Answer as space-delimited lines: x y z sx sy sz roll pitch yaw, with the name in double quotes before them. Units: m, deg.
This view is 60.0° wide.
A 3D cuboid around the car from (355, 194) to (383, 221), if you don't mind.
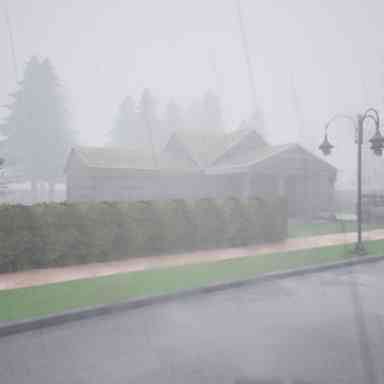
"car" 12.904 1.111 22.047 1.905 1.878 3.866 0 0 -31
